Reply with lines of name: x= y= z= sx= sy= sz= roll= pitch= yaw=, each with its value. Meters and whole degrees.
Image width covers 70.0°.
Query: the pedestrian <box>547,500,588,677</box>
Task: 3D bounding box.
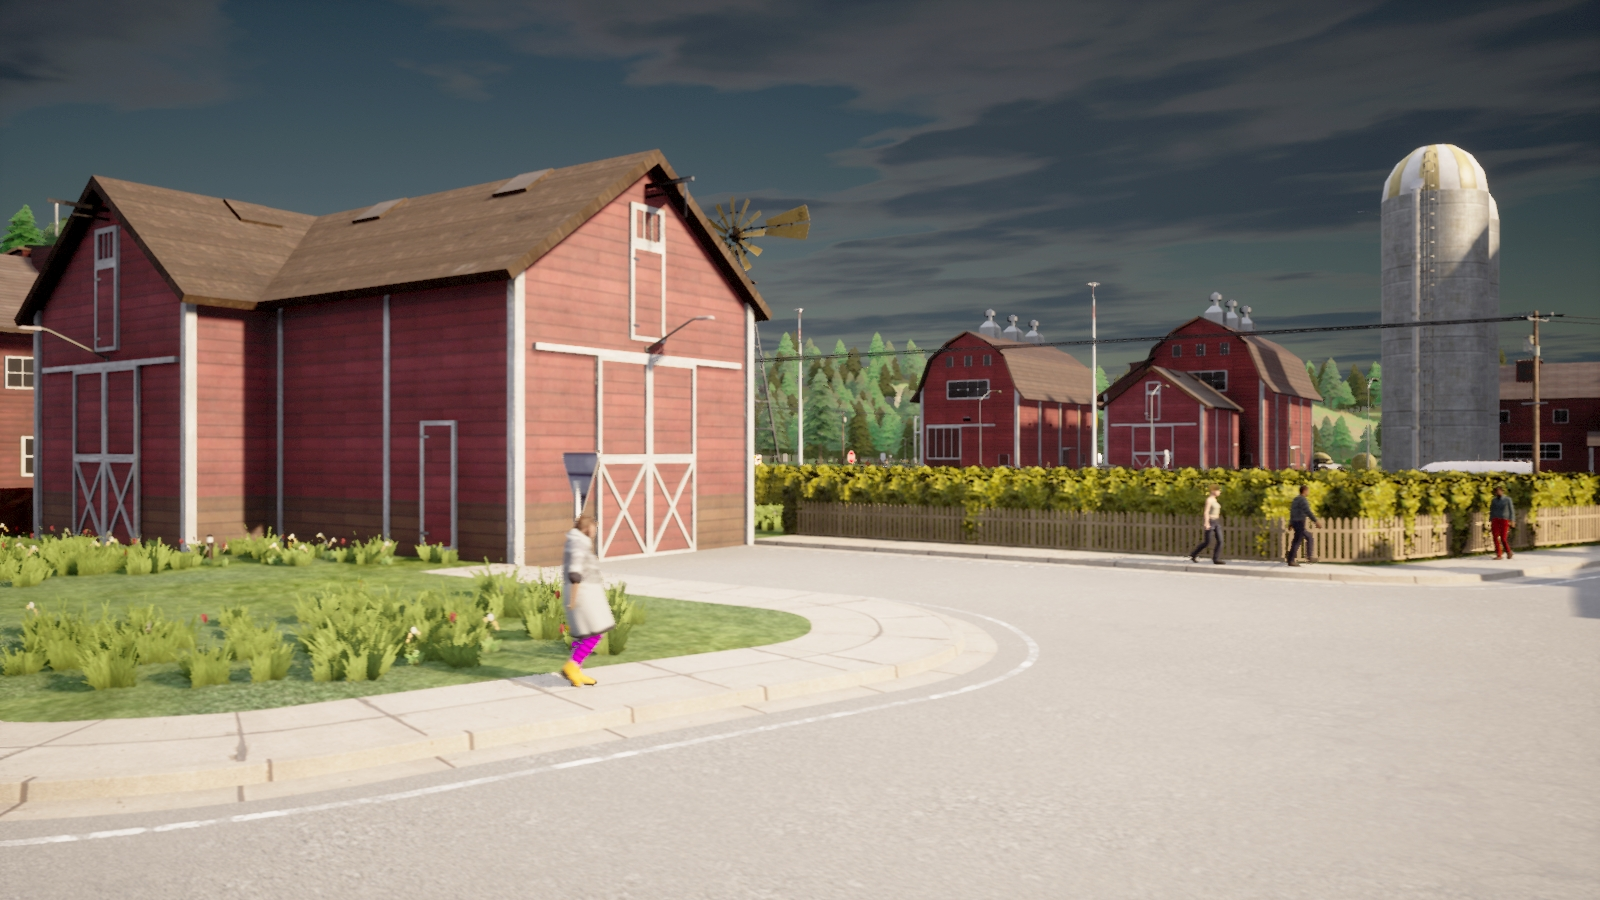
pedestrian: x=-2.520 y=1.479 z=12.386 sx=0.375 sy=1.860 sz=0.375 roll=0 pitch=0 yaw=-20

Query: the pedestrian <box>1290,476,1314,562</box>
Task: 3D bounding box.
pedestrian: x=11.039 y=1.505 z=25.128 sx=0.375 sy=1.860 sz=0.375 roll=0 pitch=0 yaw=5

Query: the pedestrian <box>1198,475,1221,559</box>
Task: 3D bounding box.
pedestrian: x=9.191 y=1.498 z=25.637 sx=0.375 sy=1.860 sz=0.375 roll=0 pitch=0 yaw=44

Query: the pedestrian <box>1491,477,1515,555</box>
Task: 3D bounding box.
pedestrian: x=16.974 y=1.587 z=27.596 sx=0.375 sy=1.860 sz=0.375 roll=0 pitch=0 yaw=-32

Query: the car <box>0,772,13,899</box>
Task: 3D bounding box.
car: x=-4.743 y=1.859 z=2.538 sx=4.514 sy=1.525 sz=2.007 roll=0 pitch=1 yaw=-9
